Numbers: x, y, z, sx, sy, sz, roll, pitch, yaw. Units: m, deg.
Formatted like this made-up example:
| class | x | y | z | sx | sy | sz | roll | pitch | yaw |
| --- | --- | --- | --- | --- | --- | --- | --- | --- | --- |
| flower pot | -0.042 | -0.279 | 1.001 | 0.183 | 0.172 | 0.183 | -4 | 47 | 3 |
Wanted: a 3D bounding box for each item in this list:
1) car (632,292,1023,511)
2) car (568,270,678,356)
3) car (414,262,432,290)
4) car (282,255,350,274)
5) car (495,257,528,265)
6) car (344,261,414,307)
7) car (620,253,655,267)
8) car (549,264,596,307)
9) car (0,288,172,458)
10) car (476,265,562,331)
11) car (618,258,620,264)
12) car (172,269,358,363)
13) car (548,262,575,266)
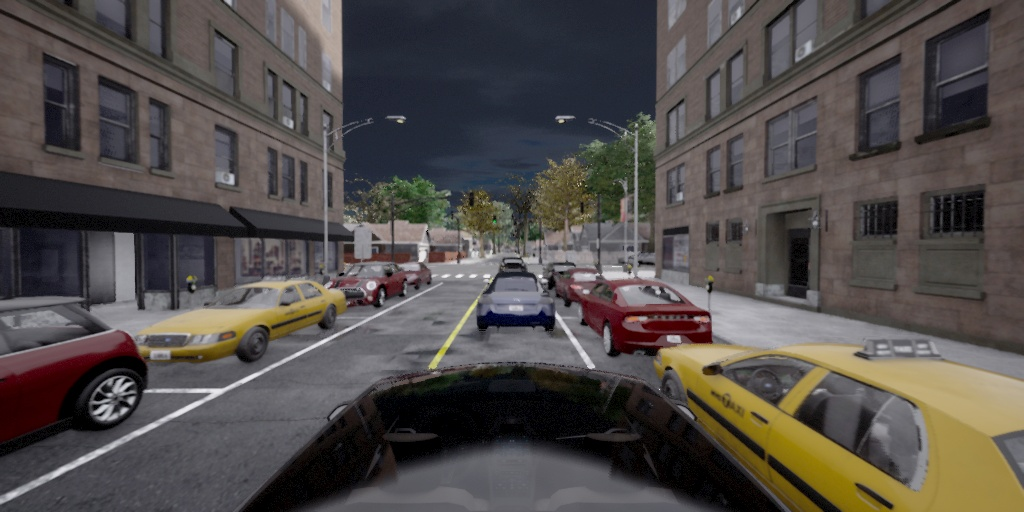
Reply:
| class | x | y | z | sx | sy | sz | roll | pitch | yaw |
| --- | --- | --- | --- | --- | --- | --- | --- | --- | --- |
| car | 2.637 | 1.258 | 2.741 | 1.751 | 1.417 | 4.829 | 0 | 0 | 0 |
| car | 2.636 | 1.169 | 8.088 | 1.888 | 1.381 | 4.507 | 0 | 0 | 0 |
| car | -5.390 | 0.989 | 19.121 | 1.802 | 1.307 | 4.207 | 0 | 0 | 0 |
| car | -17.467 | 0.727 | 32.143 | 5.008 | 1.535 | 1.882 | 0 | 1 | 0 |
| car | -0.020 | 0.821 | 23.720 | 1.837 | 1.490 | 4.892 | 0 | 1 | -3 |
| car | -5.389 | 0.955 | 13.603 | 1.967 | 1.591 | 4.097 | 0 | 0 | 0 |
| car | 14.739 | 0.415 | 38.823 | 4.902 | 1.511 | 2.128 | 0 | 1 | 0 |
| car | 2.636 | 1.097 | 13.605 | 1.802 | 1.307 | 4.207 | 0 | 0 | 0 |
| car | -5.388 | 1.173 | 2.567 | 1.967 | 1.591 | 4.097 | 0 | 0 | 0 |
| car | 0.099 | 1.143 | 10.346 | 1.994 | 1.385 | 4.181 | 0 | 1 | 0 |
| car | 14.917 | 0.363 | 42.081 | 4.892 | 1.490 | 1.837 | 0 | 1 | 0 |
| car | -5.389 | 1.149 | 7.915 | 1.751 | 1.417 | 4.829 | 0 | 0 | 0 |
| car | 2.636 | 0.973 | 19.123 | 1.948 | 1.339 | 4.313 | 0 | 0 | 0 |
